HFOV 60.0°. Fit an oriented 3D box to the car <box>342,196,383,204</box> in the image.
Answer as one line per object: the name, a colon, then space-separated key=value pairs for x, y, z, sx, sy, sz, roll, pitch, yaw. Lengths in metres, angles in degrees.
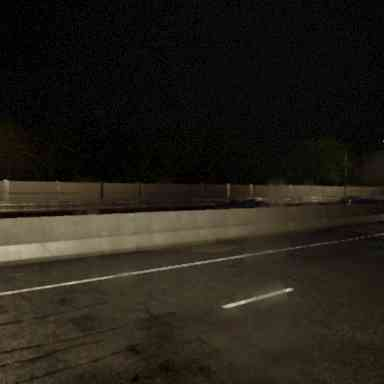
car: x=17.784 y=1.447 z=33.890 sx=4.892 sy=1.490 sz=1.837 roll=0 pitch=0 yaw=-36

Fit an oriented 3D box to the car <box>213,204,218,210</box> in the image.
car: x=4.433 y=1.522 z=37.247 sx=4.181 sy=1.385 sz=1.994 roll=0 pitch=0 yaw=-36

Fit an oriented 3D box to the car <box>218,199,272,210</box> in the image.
car: x=4.994 y=1.470 z=29.045 sx=4.892 sy=1.490 sz=1.837 roll=0 pitch=0 yaw=-36

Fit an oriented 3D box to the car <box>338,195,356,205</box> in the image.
car: x=24.833 y=1.270 z=51.798 sx=4.553 sy=1.767 sz=2.097 roll=0 pitch=0 yaw=-35

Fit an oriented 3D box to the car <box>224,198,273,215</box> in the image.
car: x=5.792 y=1.451 z=33.915 sx=4.902 sy=1.511 sz=2.128 roll=0 pitch=0 yaw=-36
